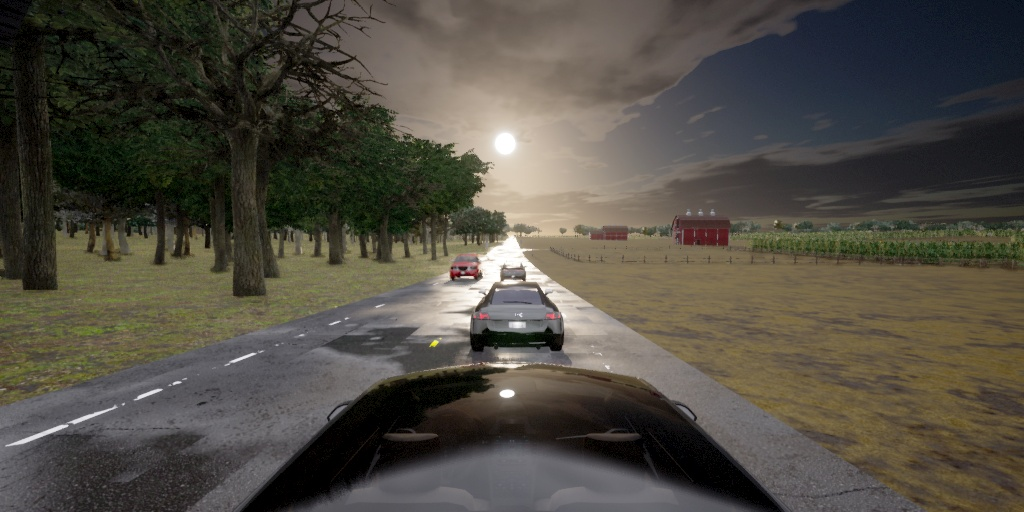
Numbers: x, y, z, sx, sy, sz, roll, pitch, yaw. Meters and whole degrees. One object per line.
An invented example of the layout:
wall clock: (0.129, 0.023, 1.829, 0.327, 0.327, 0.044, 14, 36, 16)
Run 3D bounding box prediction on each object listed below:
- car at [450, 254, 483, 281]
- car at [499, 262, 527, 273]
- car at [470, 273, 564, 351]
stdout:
car: (-3.626, 0.868, 29.260, 2.150, 2.045, 5.566, 0, 1, 0)
car: (0.074, 1.165, 26.659, 2.128, 1.511, 4.902, 0, 1, 0)
car: (0.093, 1.307, 8.972, 1.994, 1.385, 4.181, 0, 0, 0)
